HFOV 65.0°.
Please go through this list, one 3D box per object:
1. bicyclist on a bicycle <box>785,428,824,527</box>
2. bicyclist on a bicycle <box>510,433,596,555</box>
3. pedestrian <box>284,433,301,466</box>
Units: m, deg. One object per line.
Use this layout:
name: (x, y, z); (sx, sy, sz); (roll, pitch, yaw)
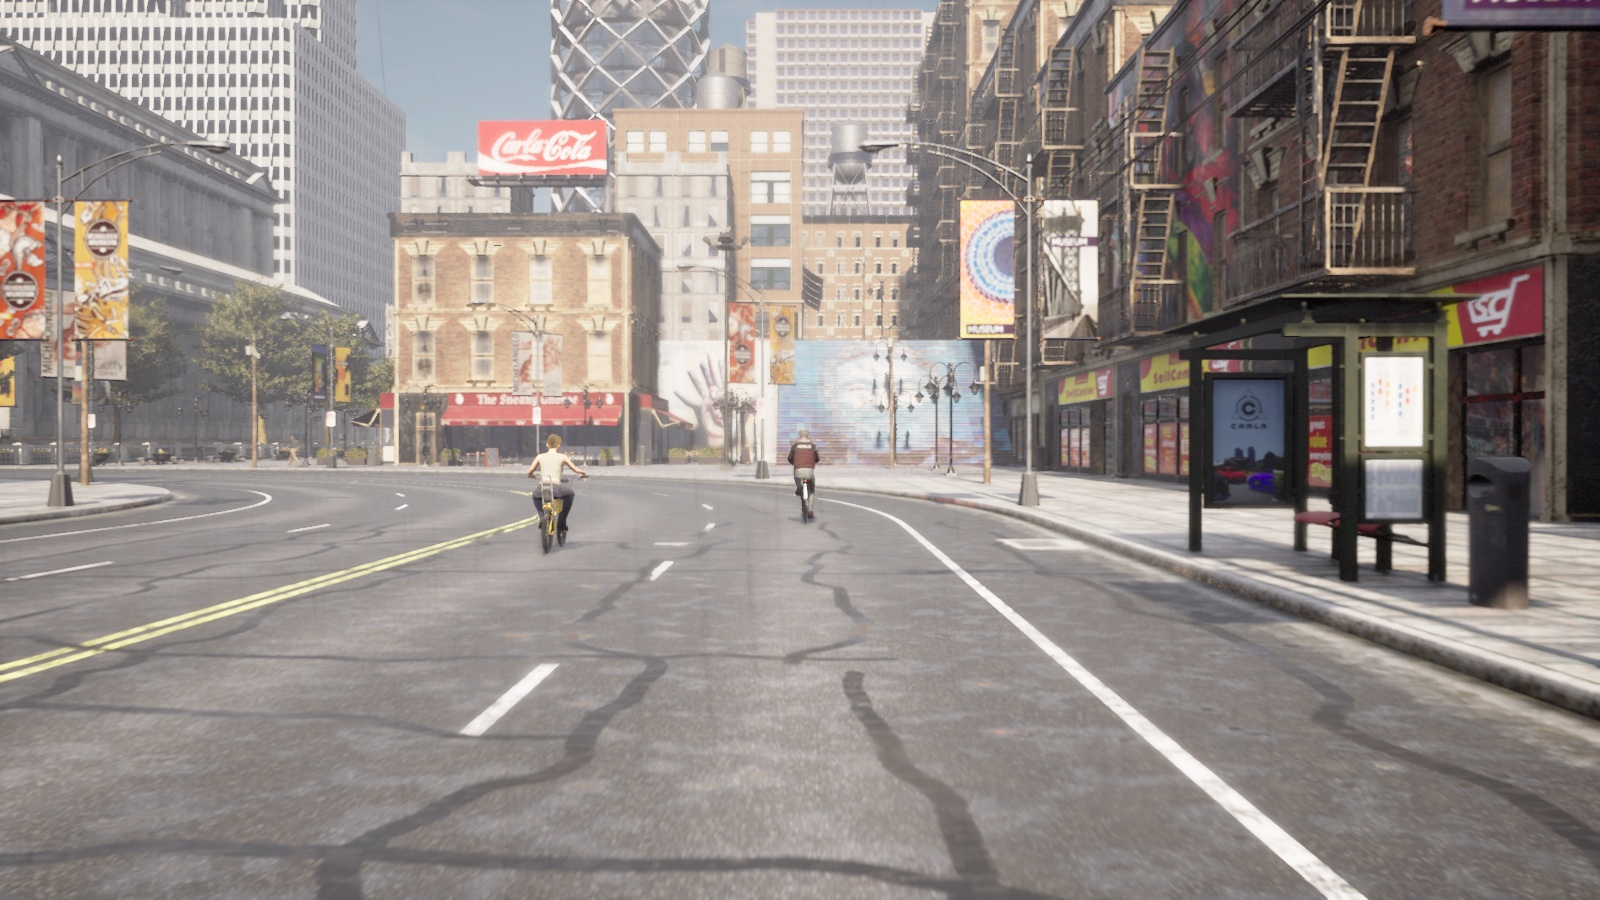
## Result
bicyclist on a bicycle: (0.071, 0.484, 23.602); (0.659, 1.776, 1.843); (0, 1, -2)
bicyclist on a bicycle: (-3.391, 0.582, 17.368); (0.866, 1.612, 1.509); (0, 0, 1)
pedestrian: (-28.338, -0.015, 70.109); (0.694, 1.848, 0.540); (0, 0, 17)
